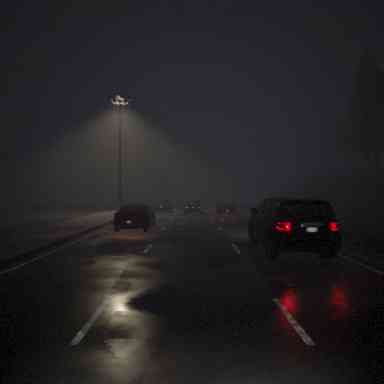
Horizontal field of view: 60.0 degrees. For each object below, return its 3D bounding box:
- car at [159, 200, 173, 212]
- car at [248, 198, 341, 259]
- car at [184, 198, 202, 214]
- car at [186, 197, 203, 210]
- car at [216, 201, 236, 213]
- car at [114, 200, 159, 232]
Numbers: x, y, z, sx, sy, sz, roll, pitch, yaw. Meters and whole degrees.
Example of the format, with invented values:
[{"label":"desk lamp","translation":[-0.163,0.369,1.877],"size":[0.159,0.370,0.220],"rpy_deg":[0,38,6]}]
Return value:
[{"label":"car","translation":[-3.355,1.564,38.642],"size":[1.994,1.385,4.181],"rpy_deg":[0,0,1]},{"label":"car","translation":[3.601,1.221,12.655],"size":[2.150,2.045,5.566],"rpy_deg":[0,0,0]},{"label":"car","translation":[0.107,1.547,34.746],"size":[2.033,1.411,5.357],"rpy_deg":[0,0,0]},{"label":"car","translation":[0.359,1.492,44.503],"size":[2.128,1.511,4.902],"rpy_deg":[0,0,3]},{"label":"car","translation":[3.612,1.601,36.132],"size":[1.895,1.301,4.718],"rpy_deg":[0,0,0]},{"label":"car","translation":[-3.400,1.477,20.330],"size":[1.882,1.535,5.008],"rpy_deg":[0,0,0]}]
